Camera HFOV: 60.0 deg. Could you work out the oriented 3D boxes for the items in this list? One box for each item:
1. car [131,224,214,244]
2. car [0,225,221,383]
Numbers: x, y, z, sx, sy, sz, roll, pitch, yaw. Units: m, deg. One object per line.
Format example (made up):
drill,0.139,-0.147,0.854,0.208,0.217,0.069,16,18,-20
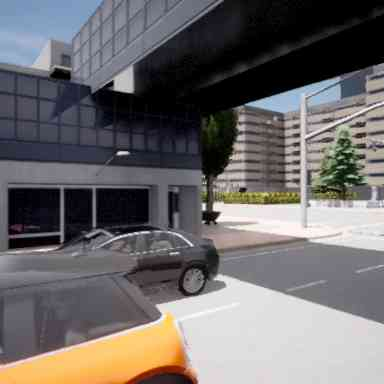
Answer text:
car,-1.612,1.504,7.091,4.892,1.490,1.837,0,0,-35
car,-2.204,1.356,2.390,4.553,1.767,2.097,0,0,-35
